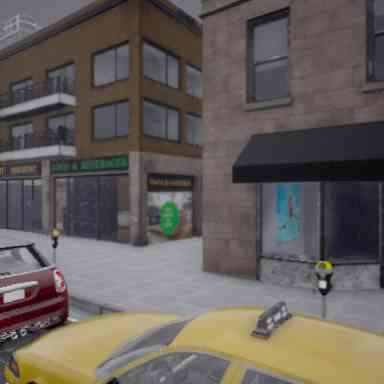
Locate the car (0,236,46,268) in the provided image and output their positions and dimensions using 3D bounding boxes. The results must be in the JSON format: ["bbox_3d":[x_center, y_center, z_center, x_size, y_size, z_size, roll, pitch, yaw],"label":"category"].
[{"bbox_3d":[-3.991,1.438,5.657,4.097,1.590,1.967,0,0,35],"label":"car"}]

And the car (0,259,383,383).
[{"bbox_3d":[0.364,1.525,2.551,4.829,1.417,1.752,0,0,35],"label":"car"}]
